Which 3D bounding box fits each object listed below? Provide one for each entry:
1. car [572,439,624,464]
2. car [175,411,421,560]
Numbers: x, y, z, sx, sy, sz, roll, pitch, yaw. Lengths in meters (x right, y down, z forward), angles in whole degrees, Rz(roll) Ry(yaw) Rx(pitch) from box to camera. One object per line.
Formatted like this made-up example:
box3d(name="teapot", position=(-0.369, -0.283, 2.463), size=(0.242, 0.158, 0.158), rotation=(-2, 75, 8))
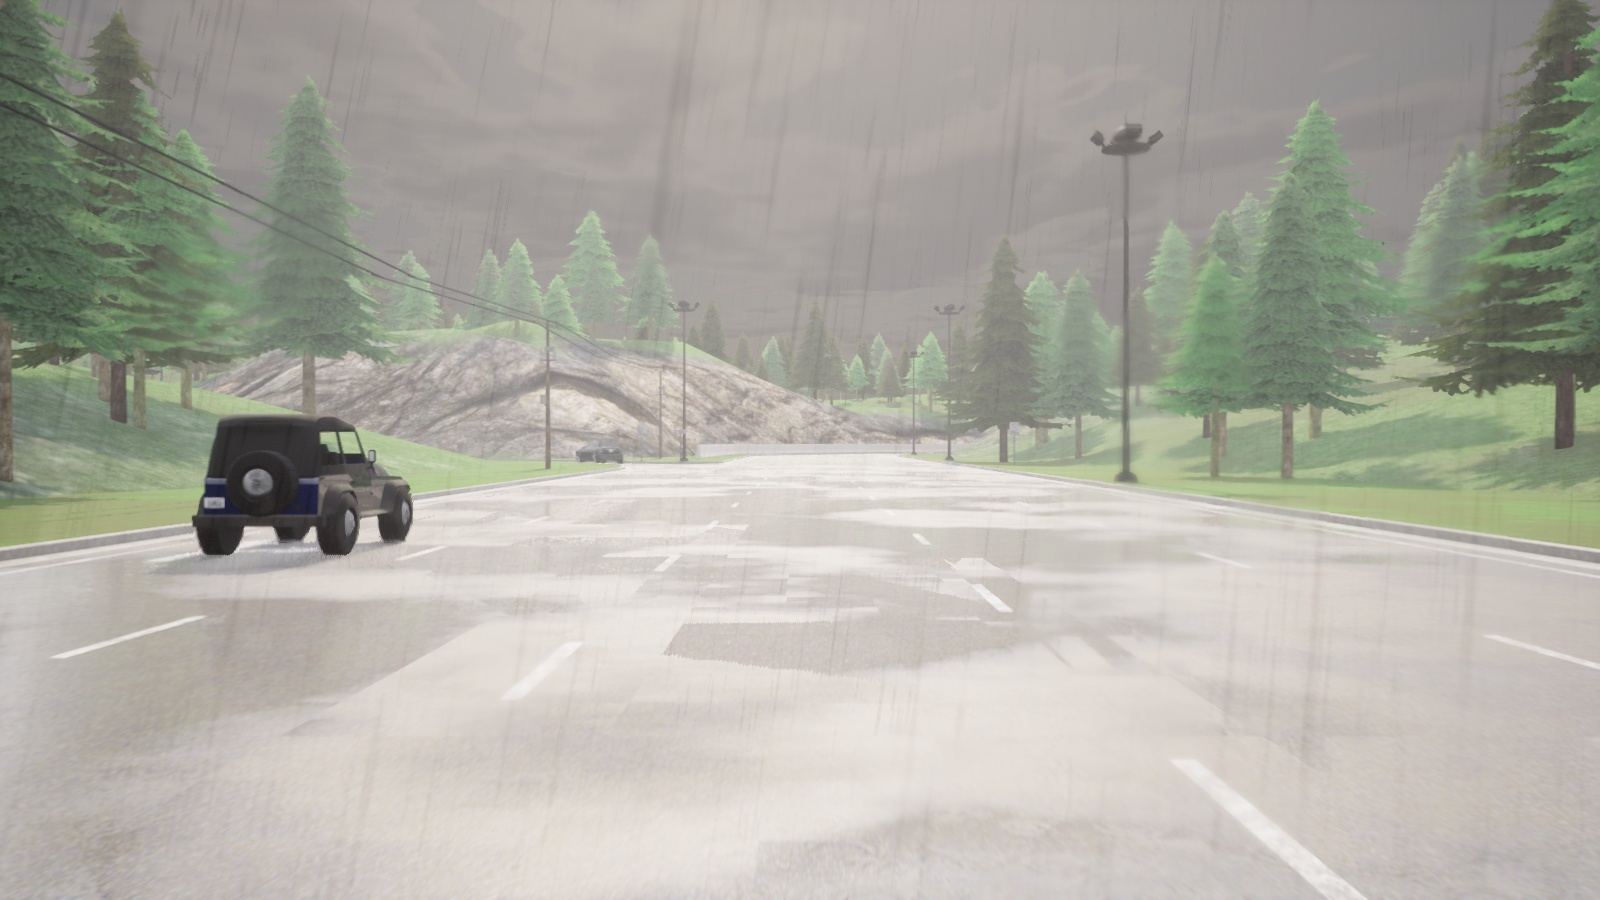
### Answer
box3d(name="car", position=(-14.618, 0.081, 90.891), size=(2.097, 1.767, 4.553), rotation=(0, 0, -32))
box3d(name="car", position=(-6.884, 0.437, 17.709), size=(1.905, 1.878, 3.866), rotation=(0, 0, 0))
